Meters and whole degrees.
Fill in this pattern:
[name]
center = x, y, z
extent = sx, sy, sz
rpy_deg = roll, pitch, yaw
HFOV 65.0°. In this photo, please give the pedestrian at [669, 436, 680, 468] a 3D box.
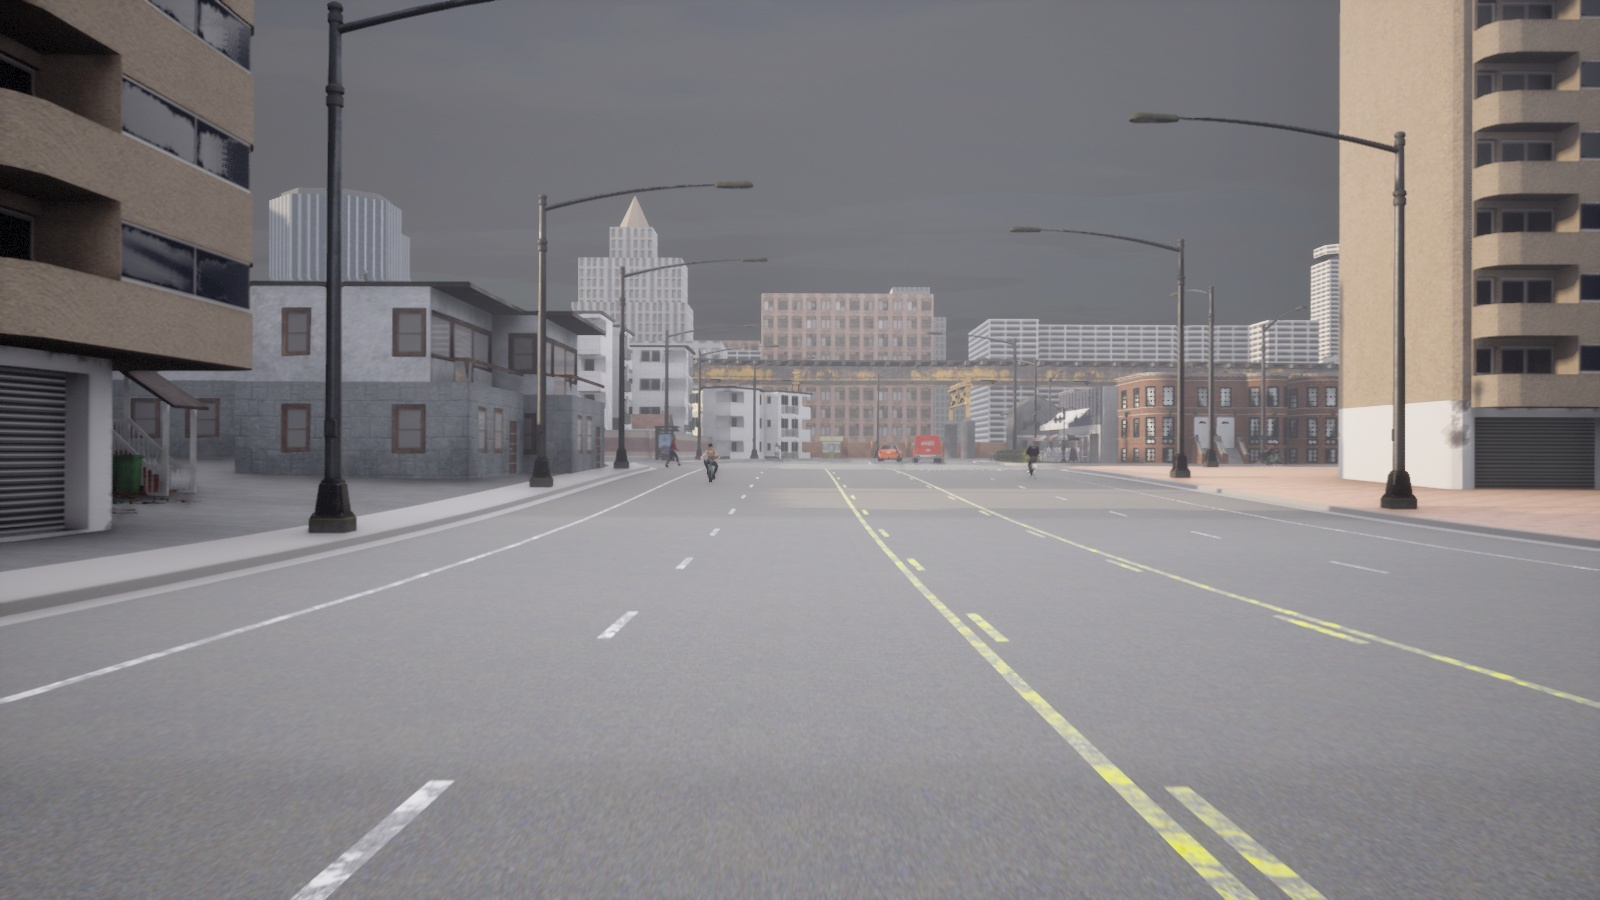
[pedestrian]
center = -7.221, 0.118, 72.185
extent = 0.636, 1.846, 0.331
rpy_deg = 0, 0, -4
